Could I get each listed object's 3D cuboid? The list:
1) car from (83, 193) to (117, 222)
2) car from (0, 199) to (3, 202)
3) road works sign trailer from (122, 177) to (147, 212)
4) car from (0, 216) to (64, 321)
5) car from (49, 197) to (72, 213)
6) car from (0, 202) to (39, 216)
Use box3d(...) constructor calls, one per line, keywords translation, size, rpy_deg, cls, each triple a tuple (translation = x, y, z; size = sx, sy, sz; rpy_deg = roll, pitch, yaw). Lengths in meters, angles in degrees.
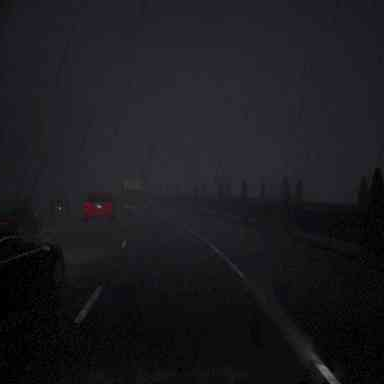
box3d(translation=(-6.824, 1.063, 24.717), size=(2.150, 2.045, 5.566), rpy_deg=(0, 0, -14), cls="car")
box3d(translation=(-23.786, 1.338, 39.891), size=(1.994, 1.385, 4.181), rpy_deg=(0, 0, -26), cls="car")
box3d(translation=(-6.166, 0.232, 35.015), size=(2.380, 3.560, 2.880), rpy_deg=(0, 0, -22), cls="road works sign trailer")
box3d(translation=(-3.820, 1.457, 5.961), size=(2.128, 1.511, 4.902), rpy_deg=(0, 0, -4), cls="car")
box3d(translation=(-13.492, 1.295, 34.150), size=(1.837, 1.490, 4.892), rpy_deg=(0, 0, -20), cls="car")
box3d(translation=(-8.461, 1.415, 15.459), size=(1.837, 1.490, 4.892), rpy_deg=(0, 0, -10), cls="car")
